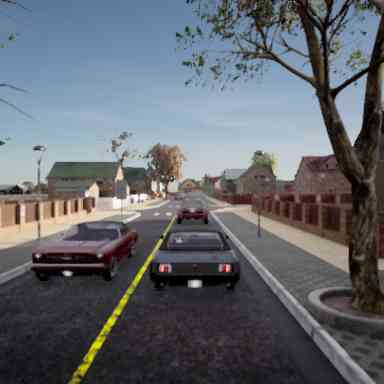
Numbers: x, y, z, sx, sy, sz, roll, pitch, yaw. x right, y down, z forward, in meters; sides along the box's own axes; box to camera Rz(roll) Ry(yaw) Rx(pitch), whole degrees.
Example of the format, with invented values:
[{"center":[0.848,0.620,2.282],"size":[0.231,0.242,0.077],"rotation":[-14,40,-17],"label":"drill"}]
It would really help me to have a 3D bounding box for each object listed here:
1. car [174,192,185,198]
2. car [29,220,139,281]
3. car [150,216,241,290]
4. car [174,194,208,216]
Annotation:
[{"center":[-2.887,1.224,71.931],"size":[2.033,1.411,5.357],"rotation":[0,0,0],"label":"car"},{"center":[-2.865,1.566,9.873],"size":[1.895,1.301,4.718],"rotation":[0,0,0],"label":"car"},{"center":[0.070,1.569,8.979],"size":[1.895,1.301,4.718],"rotation":[0,0,0],"label":"car"},{"center":[0.038,1.266,24.417],"size":[2.097,1.767,4.553],"rotation":[0,0,0],"label":"car"}]
